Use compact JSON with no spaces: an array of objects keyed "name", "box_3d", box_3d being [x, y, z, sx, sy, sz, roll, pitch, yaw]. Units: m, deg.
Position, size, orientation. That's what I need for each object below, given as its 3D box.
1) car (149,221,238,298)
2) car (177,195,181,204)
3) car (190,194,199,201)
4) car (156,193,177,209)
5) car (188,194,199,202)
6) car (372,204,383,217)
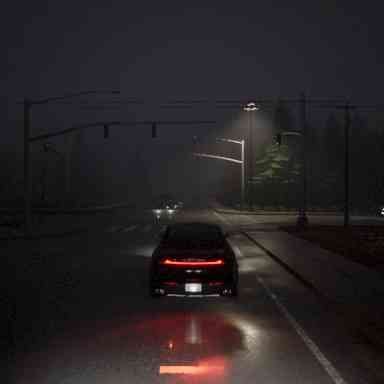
[{"name":"car","box_3d":[0.049,1.501,8.525,1.837,1.490,4.892,0,0,1]},{"name":"car","box_3d":[-3.540,1.562,58.136,1.994,1.385,4.181,0,0,1]},{"name":"car","box_3d":[0.671,1.296,83.258,2.097,1.767,4.553,0,0,2]},{"name":"car","box_3d":[-3.591,1.221,45.938,2.150,2.045,5.566,0,0,0]},{"name":"car","box_3d":[0.286,1.352,73.218,2.097,1.767,4.553,0,0,2]},{"name":"car","box_3d":[18.594,1.379,29.586,4.553,1.767,2.097,0,0,1]}]
